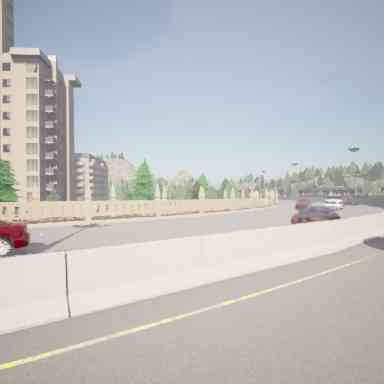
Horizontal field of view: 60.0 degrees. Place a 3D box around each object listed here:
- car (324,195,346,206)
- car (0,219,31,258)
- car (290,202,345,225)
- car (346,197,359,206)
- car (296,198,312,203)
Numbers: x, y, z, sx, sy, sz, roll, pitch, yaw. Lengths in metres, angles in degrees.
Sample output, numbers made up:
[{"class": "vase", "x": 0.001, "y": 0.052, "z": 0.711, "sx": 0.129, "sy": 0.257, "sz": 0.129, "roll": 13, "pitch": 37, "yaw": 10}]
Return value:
[{"class": "car", "x": 19.123, "y": 1.362, "z": 44.690, "sx": 2.150, "sy": 2.045, "sz": 5.566, "roll": 0, "pitch": 0, "yaw": 25}, {"class": "car", "x": -8.205, "y": 1.477, "z": 11.164, "sx": 5.008, "sy": 1.535, "sz": 1.882, "roll": 0, "pitch": 0, "yaw": -37}, {"class": "car", "x": 7.978, "y": 1.597, "z": 21.389, "sx": 1.994, "sy": 1.385, "sz": 4.181, "roll": 0, "pitch": 0, "yaw": 41}, {"class": "car", "x": 27.751, "y": 1.703, "z": 58.029, "sx": 1.837, "sy": 1.490, "sz": 4.892, "roll": 0, "pitch": 0, "yaw": 16}, {"class": "car", "x": 14.936, "y": 1.620, "z": 44.105, "sx": 1.882, "sy": 1.535, "sz": 5.008, "roll": 0, "pitch": 0, "yaw": 26}]
